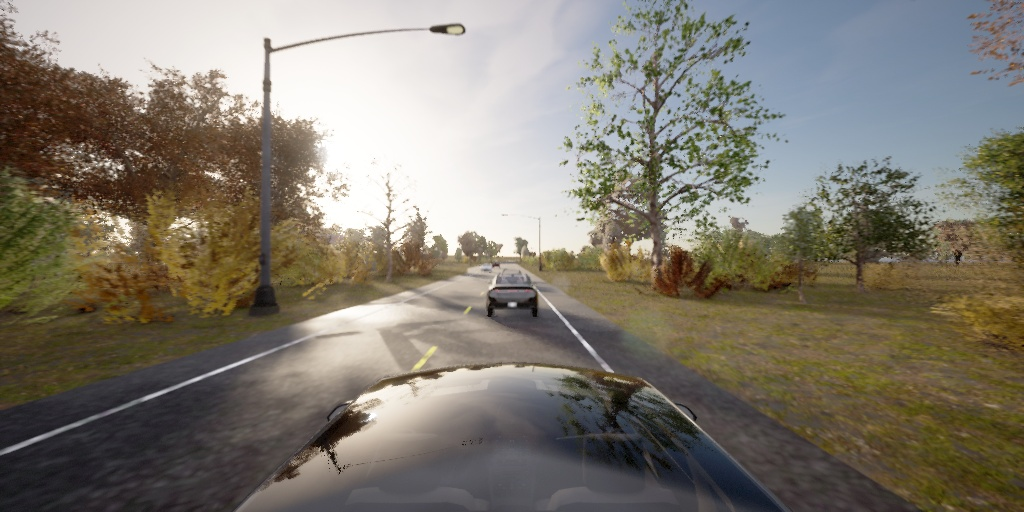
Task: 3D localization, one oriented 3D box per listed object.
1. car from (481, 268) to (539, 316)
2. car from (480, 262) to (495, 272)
[{"bbox_3d":[0.026,1.408,14.158,2.128,1.511,4.902,0,-1,0],"label":"car"},{"bbox_3d":[-4.276,2.028,59.905,1.812,1.442,4.674,0,-1,-4],"label":"car"}]
